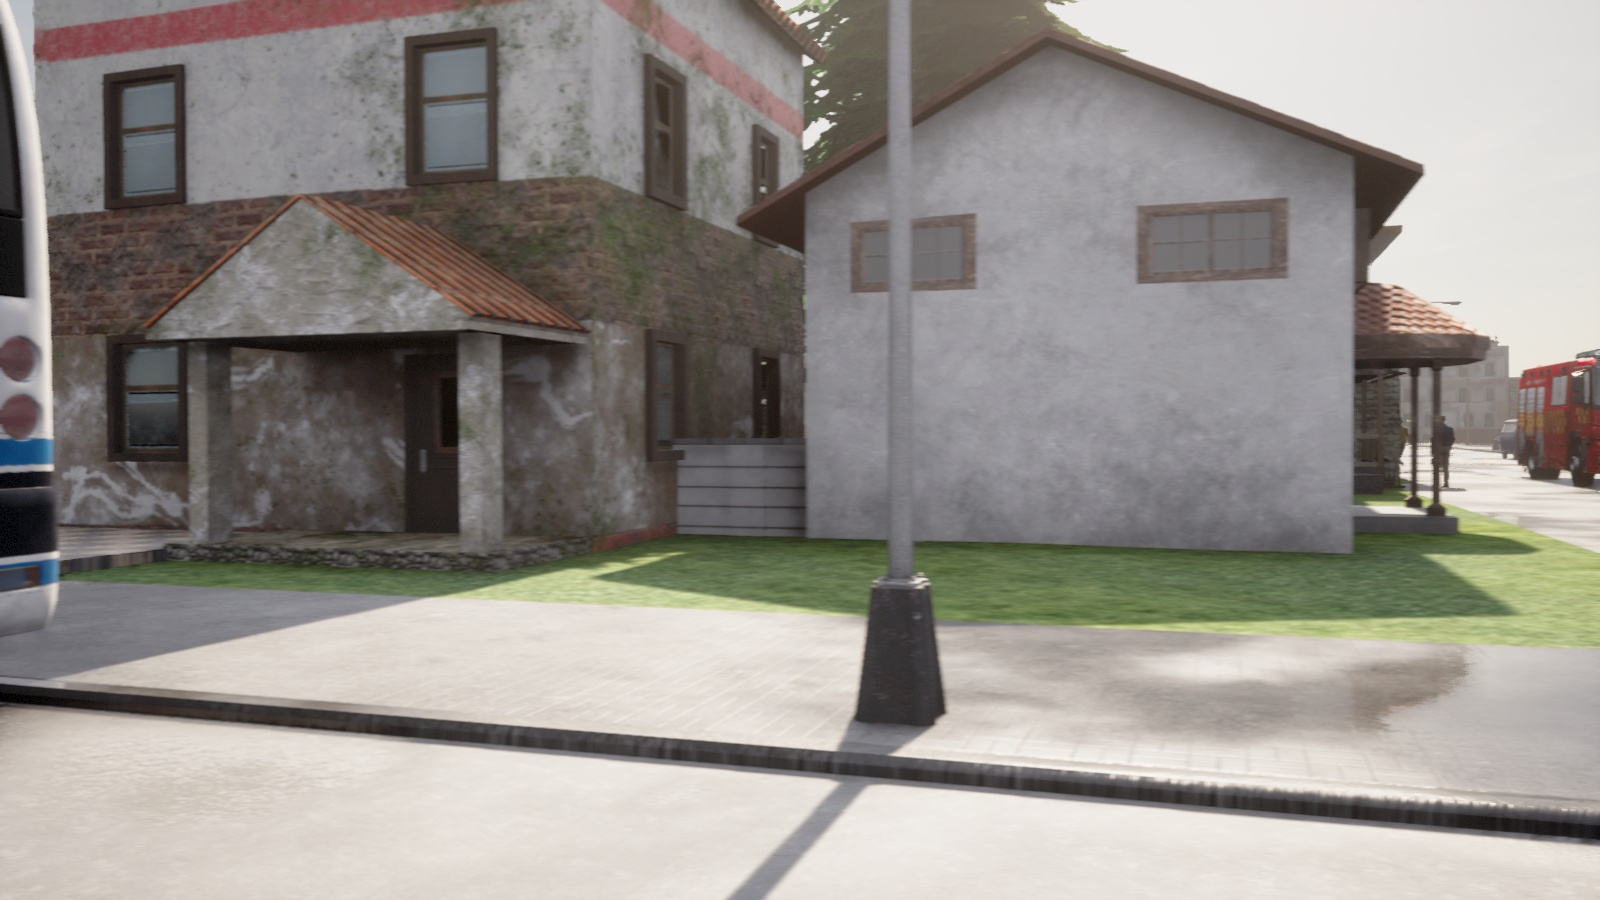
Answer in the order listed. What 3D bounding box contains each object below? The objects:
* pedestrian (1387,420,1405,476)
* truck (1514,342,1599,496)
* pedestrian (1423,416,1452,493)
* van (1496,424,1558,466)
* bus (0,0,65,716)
[{"bbox_3d":[19.794,-0.056,41.690,0.431,1.840,0.709,1,1,19],"label":"pedestrian"},{"bbox_3d":[22.399,-0.811,34.855,2.891,3.827,8.468,1,1,19],"label":"truck"},{"bbox_3d":[15.496,0.106,30.529,0.370,1.835,0.726,0,1,7],"label":"pedestrian"},{"bbox_3d":[35.472,-0.269,61.402,1.775,1.987,4.442,1,1,19],"label":"van"},{"bbox_3d":[-9.724,-0.698,6.951,10.273,4.253,3.944,1,1,18],"label":"bus"}]
